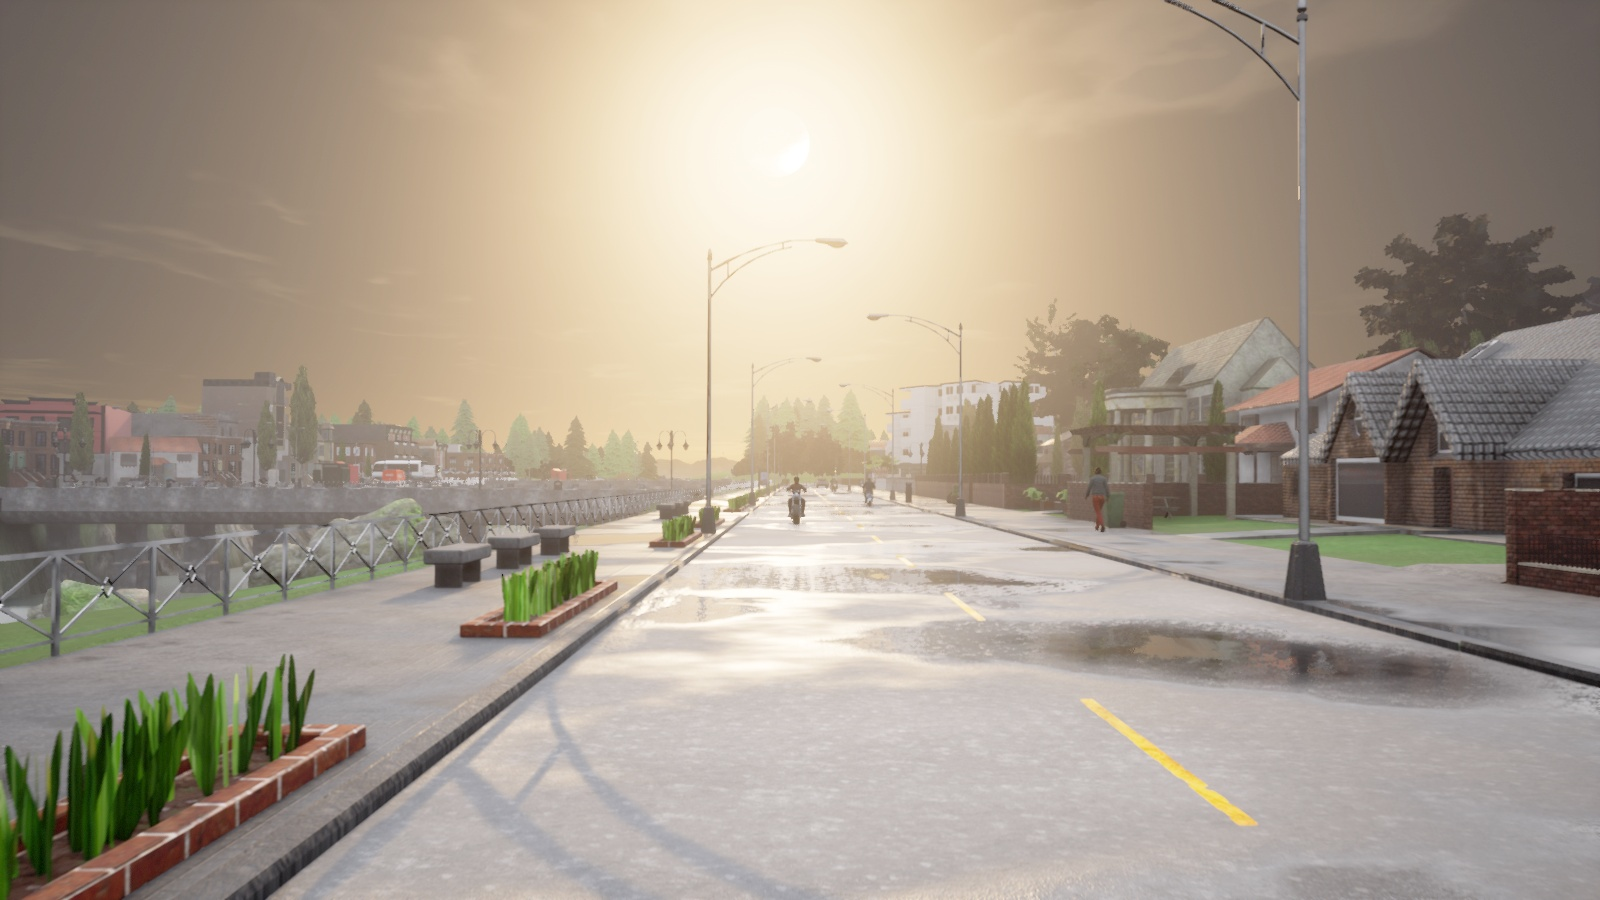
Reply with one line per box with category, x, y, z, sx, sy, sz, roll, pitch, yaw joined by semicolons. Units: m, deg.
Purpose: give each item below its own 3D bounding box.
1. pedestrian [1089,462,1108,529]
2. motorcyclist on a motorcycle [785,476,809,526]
pedestrian;8.273;1.264;34.797;0.353;1.847;0.614;0;-1;-3
motorcyclist on a motorcycle;-0.105;1.710;42.648;0.766;1.649;2.350;0;-1;0
